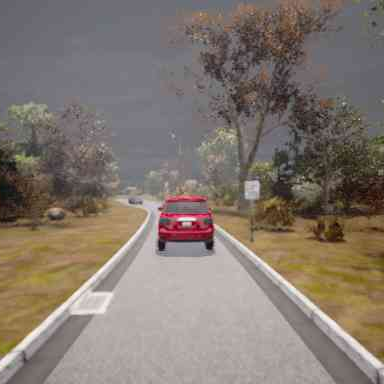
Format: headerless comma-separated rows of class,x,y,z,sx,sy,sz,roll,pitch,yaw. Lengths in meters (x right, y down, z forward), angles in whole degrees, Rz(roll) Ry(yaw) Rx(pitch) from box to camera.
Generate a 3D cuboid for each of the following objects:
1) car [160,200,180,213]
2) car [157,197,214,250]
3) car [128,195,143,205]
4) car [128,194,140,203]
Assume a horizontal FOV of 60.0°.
car,-2.518,1.596,37.633,1.895,1.301,4.718,0,0,-8
car,-0.322,1.220,14.498,2.150,2.045,5.566,0,0,-3
car,-9.890,1.549,59.303,1.994,1.385,4.181,0,0,-14
car,-11.736,1.323,66.986,2.097,1.767,4.553,0,0,-14
